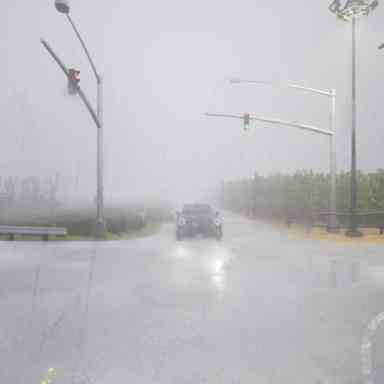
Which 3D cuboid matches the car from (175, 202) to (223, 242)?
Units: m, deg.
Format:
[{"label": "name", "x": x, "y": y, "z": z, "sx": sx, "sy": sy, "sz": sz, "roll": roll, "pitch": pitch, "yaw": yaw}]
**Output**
[{"label": "car", "x": 0.251, "y": 1.332, "z": 16.679, "sx": 2.097, "sy": 1.767, "sz": 4.553, "roll": 0, "pitch": 0, "yaw": -3}]
